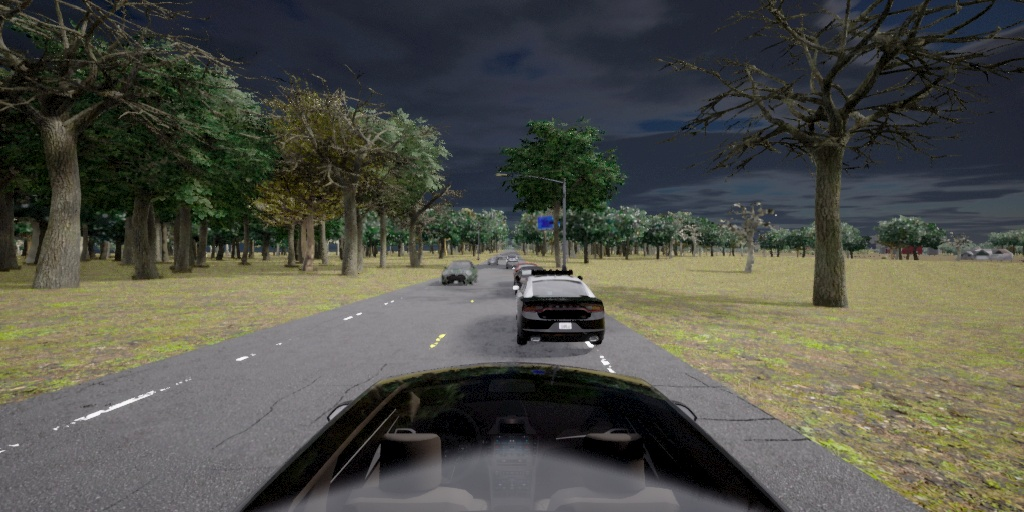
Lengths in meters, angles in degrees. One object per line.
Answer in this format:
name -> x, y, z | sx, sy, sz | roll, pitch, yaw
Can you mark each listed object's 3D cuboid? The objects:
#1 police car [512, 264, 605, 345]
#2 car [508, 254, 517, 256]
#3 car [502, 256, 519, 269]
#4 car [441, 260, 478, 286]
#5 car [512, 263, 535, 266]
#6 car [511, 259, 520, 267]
police car -> 1.052, 1.175, 9.652 | 1.930, 1.638, 5.238 | 0, 0, 0
car -> 0.024, 0.721, 65.081 | 2.150, 2.045, 5.566 | 0, 1, 0
car -> 0.086, 1.106, 52.447 | 2.128, 1.511, 4.902 | 0, 0, 0
car -> -3.591, 1.096, 25.247 | 2.097, 1.767, 4.553 | 0, 0, 0
car -> 1.056, 1.274, 19.542 | 1.812, 1.442, 4.674 | 0, 0, 0
car -> 1.058, 1.221, 25.540 | 1.882, 1.535, 5.008 | 0, 0, 0
